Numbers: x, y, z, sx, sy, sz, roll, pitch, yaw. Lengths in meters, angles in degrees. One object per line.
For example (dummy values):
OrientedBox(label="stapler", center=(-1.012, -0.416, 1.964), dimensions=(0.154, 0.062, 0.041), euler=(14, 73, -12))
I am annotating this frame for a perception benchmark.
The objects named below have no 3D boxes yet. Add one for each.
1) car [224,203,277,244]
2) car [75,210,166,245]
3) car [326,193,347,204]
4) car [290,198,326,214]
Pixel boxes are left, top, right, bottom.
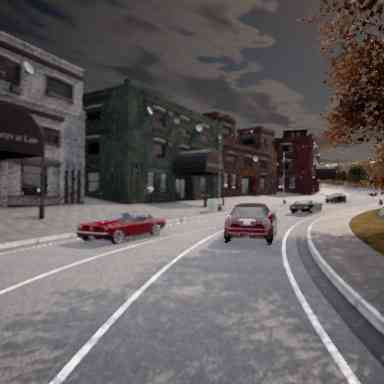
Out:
OrientedBox(label="car", center=(2.934, 1.311, 16.012), dimensions=(2.097, 1.767, 4.553), euler=(0, 0, 17))
OrientedBox(label="car", center=(-3.178, 1.563, 15.692), dimensions=(1.895, 1.301, 4.718), euler=(0, 0, 27))
OrientedBox(label="car", center=(21.635, 0.915, 50.026), dimensions=(1.882, 1.535, 5.008), euler=(-1, 1, 42))
OrientedBox(label="car", center=(11.002, 1.384, 31.785), dimensions=(1.895, 1.301, 4.718), euler=(-1, 1, 36))
